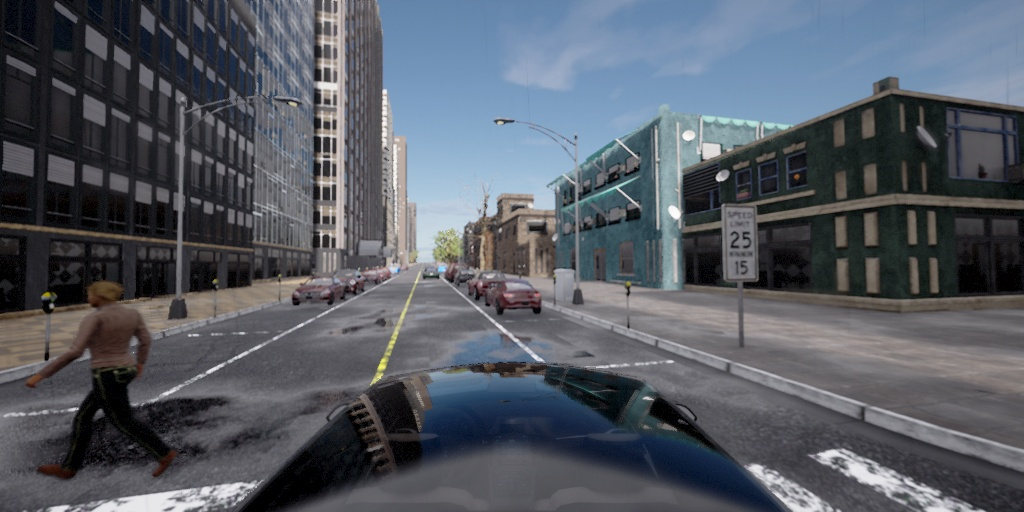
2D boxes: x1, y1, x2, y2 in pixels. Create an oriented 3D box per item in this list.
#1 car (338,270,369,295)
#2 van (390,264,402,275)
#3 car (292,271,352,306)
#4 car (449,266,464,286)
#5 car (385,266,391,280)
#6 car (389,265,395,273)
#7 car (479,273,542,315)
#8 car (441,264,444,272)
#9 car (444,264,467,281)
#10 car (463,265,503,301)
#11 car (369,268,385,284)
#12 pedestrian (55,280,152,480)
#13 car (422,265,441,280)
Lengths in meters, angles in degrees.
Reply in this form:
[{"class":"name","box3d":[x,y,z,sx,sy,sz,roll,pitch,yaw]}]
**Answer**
[{"class":"car","box3d":[-10.821,1.623,23.303,1.967,1.591,4.097,0,0,-14]},{"class":"van","box3d":[-20.084,2.238,61.003,1.690,1.789,3.998,0,0,-14]},{"class":"car","box3d":[-9.498,1.659,17.918,1.802,1.307,4.207,0,0,-14]},{"class":"car","box3d":[-4.006,1.840,30.688,2.007,1.370,4.403,0,0,-14]},{"class":"car","box3d":[-14.791,2.078,39.460,1.802,1.307,4.207,0,0,-14]},{"class":"car","box3d":[-16.114,2.143,44.846,1.888,1.381,4.507,0,0,-14]},{"class":"car","box3d":[-0.036,1.552,14.531,1.802,1.307,4.207,0,0,-14]},{"class":"car","box3d":[-6.653,1.812,41.461,2.192,1.841,5.009,0,0,-14]},{"class":"car","box3d":[-5.329,1.709,36.073,2.192,1.841,5.009,0,0,-14]},{"class":"car","box3d":[-1.360,1.517,19.918,1.967,1.591,4.097,0,0,-14]},{"class":"car","box3d":[-13.468,1.975,34.073,1.802,1.307,4.207,0,0,-14]},{"class":"pedestrian","box3d":[-3.659,1.067,3.250,0.375,1.860,0.375,1,-2,-14]},{"class":"car","box3d":[-9.892,2.117,43.810,1.994,1.385,4.181,0,-1,-14]}]
